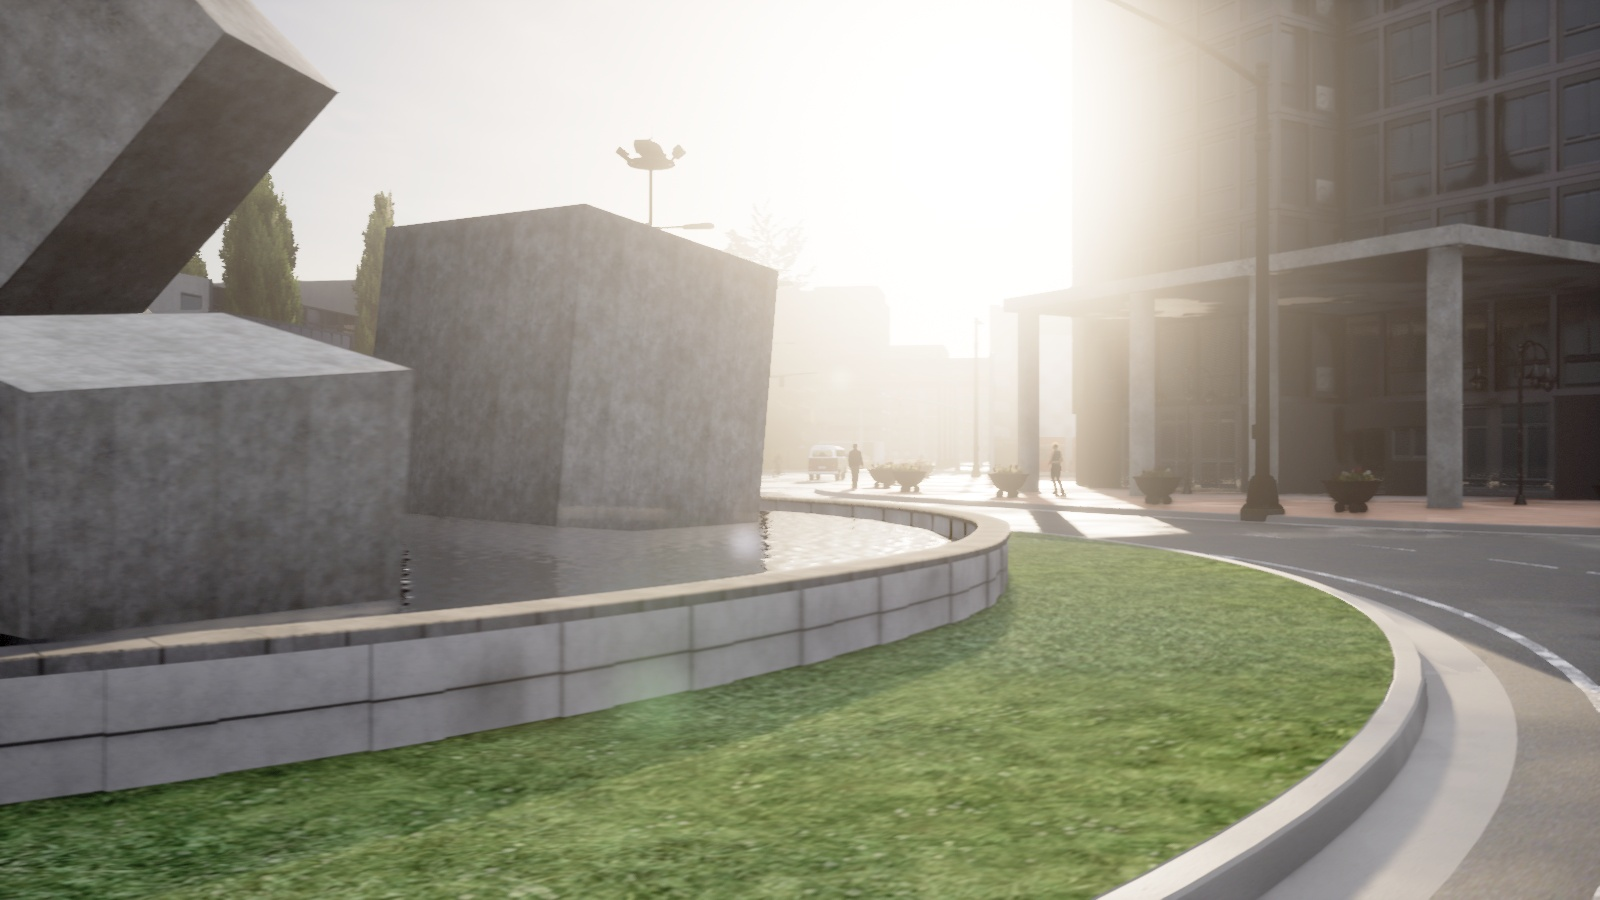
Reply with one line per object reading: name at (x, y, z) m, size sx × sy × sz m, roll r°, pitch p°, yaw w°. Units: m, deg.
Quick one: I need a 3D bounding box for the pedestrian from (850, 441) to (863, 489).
pedestrian at (2.170, 0.579, 48.207) m, size 0.431 × 1.840 × 0.703 m, roll 0°, pitch 0°, yaw -2°

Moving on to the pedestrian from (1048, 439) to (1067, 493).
pedestrian at (8.834, 0.557, 43.127) m, size 0.345 × 1.836 × 0.594 m, roll 0°, pitch 0°, yaw -23°

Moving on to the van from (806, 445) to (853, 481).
van at (1.731, 0.743, 73.177) m, size 2.069 × 2.038 × 4.480 m, roll 0°, pitch 0°, yaw 10°
